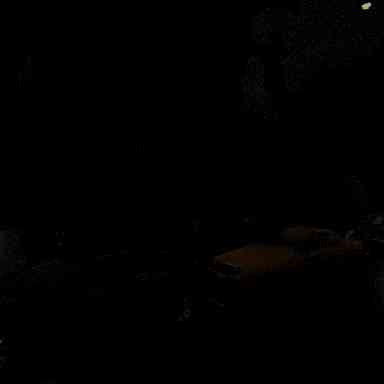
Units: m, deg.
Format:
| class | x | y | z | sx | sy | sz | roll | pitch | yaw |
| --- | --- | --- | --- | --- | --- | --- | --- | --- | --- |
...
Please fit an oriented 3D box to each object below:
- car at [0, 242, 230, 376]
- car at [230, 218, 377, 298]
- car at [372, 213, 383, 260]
| class | x | y | z | sx | sy | sz | roll | pitch | yaw |
| --- | --- | --- | --- | --- | --- | --- | --- | --- | --- |
| car | -1.693 | 1.566 | 5.444 | 4.313 | 1.339 | 1.947 | 0 | 0 | -36 |
| car | 2.589 | 1.525 | 8.512 | 4.829 | 1.417 | 1.752 | 0 | 0 | -36 |
| car | 7.148 | 1.441 | 11.777 | 4.097 | 1.590 | 1.967 | 0 | 0 | -36 |
